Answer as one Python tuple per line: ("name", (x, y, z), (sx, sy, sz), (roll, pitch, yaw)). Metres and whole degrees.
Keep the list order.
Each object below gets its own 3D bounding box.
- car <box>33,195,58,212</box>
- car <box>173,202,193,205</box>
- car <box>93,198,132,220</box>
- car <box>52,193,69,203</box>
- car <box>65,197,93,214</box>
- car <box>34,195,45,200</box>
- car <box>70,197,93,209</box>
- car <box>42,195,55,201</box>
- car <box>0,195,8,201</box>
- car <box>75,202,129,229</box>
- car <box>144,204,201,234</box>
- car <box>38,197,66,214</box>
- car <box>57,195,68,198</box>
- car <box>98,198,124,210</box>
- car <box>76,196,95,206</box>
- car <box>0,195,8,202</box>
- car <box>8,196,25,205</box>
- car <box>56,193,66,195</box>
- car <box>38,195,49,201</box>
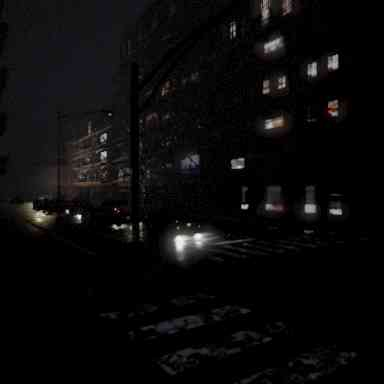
("car", (-17.709, 1.453, 39.729), (1.967, 1.590, 4.097), (0, 0, -35))
("car", (-1.066, 1.597, 30.490), (1.887, 1.381, 4.507), (0, 0, -34))
("car", (-6.164, 1.418, 27.499), (2.097, 1.767, 4.553), (0, 0, -35))
("car", (-26.897, 1.210, 67.892), (2.192, 1.841, 5.009), (0, 0, -34))
("car", (-11.756, 1.594, 35.646), (1.994, 1.385, 4.181), (0, 0, -35))
("car", (-39.772, 1.366, 86.625), (1.887, 1.381, 4.507), (0, 0, -34))
("car", (-15.696, 1.487, 46.927), (1.837, 1.490, 4.892), (0, 0, -34))
("car", (-33.335, 1.409, 77.259), (2.008, 1.369, 4.403), (0, 0, -34))
("car", (-46.677, 1.408, 81.876), (1.947, 1.339, 4.313), (0, 0, -35))
("car", (-6.265, 1.630, 22.849), (1.887, 1.381, 4.507), (0, 0, -34))
("car", (-1.275, 1.661, 20.388), (1.994, 1.385, 4.181), (0, 0, -34))
("car", (-14.491, 1.584, 35.045), (2.008, 1.369, 4.403), (0, 0, -34))
("car", (-17.703, 1.540, 44.373), (2.033, 1.411, 5.357), (0, 0, -34))
("car", (-10.901, 1.517, 44.617), (1.752, 1.417, 4.829), (0, 0, -35))
("car", (-17.338, 1.477, 53.983), (1.752, 1.417, 4.829), (0, 0, -35))
("car", (-40.240, 1.460, 72.510), (1.802, 1.307, 4.206), (0, 0, -35))
("car", (-30.584, 1.500, 58.460), (1.947, 1.339, 4.313), (0, 0, -35))
("car", (-21.643, 1.437, 55.493), (2.128, 1.511, 4.902), (0, 0, -34))
("car", (-36.649, 1.364, 82.082), (1.752, 1.417, 4.829), (0, 0, -35))
